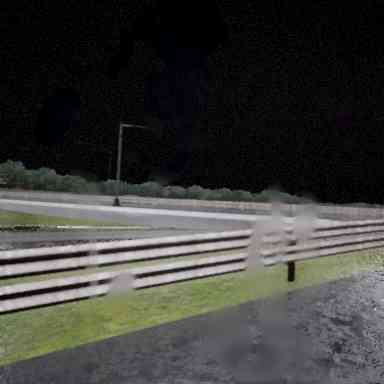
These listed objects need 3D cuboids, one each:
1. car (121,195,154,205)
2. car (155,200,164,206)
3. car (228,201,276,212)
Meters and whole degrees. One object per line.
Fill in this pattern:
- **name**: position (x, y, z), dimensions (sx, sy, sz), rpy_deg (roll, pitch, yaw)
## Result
- **car**: position (-8.411, 1.241, 49.068), dimensions (4.553, 1.767, 2.097), rpy_deg (2, -2, 30)
- **car**: position (-6.635, 1.556, 52.071), dimensions (4.902, 1.511, 2.128), rpy_deg (2, -2, 30)
- **car**: position (6.785, 1.790, 37.852), dimensions (5.357, 1.411, 2.033), rpy_deg (2, -2, 15)
